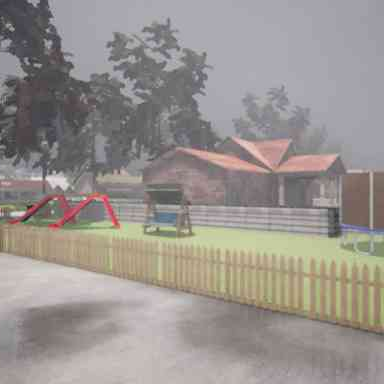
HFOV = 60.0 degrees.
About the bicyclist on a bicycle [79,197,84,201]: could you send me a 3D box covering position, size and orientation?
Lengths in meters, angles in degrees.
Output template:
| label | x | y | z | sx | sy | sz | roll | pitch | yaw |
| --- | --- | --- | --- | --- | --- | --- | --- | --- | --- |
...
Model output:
| label | x | y | z | sx | sy | sz | roll | pitch | yaw |
| --- | --- | --- | --- | --- | --- | --- | --- | --- | --- |
| bicyclist on a bicycle | -10.915 | 1.348 | 32.793 | 1.656 | 1.620 | 0.582 | 0 | 0 | 35 |
